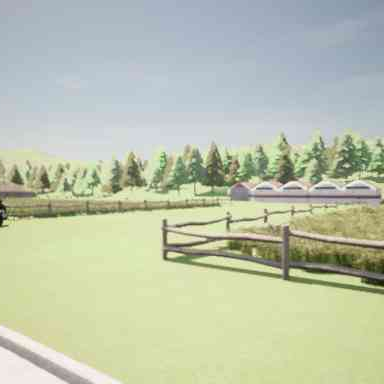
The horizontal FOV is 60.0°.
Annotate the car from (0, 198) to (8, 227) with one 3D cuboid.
[{"bbox_3d":[-13.145,1.248,19.896,1.905,1.878,3.866,0,0,35],"label":"car"}]
